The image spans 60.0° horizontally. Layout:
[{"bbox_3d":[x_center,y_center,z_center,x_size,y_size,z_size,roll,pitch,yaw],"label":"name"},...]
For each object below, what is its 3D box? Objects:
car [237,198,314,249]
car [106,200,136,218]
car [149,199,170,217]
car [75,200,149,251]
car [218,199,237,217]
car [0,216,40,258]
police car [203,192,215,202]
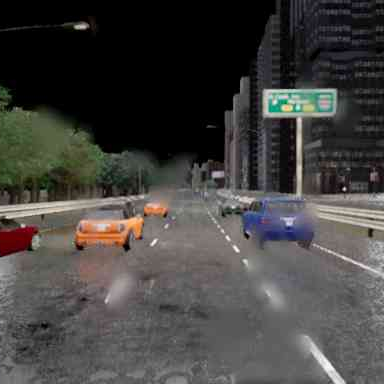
[{"bbox_3d":[3.626,1.260,14.958,2.150,2.045,5.566,0,0,0],"label":"car"},{"bbox_3d":[-6.784,1.560,32.333,1.837,1.490,4.892,0,0,0],"label":"car"},{"bbox_3d":[-3.288,1.408,31.993,2.097,1.767,4.553,0,0,0],"label":"car"},{"bbox_3d":[-3.376,1.389,14.510,2.097,1.767,4.553,0,0,0],"label":"car"},{"bbox_3d":[3.714,1.409,32.018,2.097,1.767,4.553,0,0,0],"label":"car"},{"bbox_3d":[-6.884,1.506,11.062,1.882,1.535,5.008,0,0,0],"label":"car"},{"bbox_3d":[4.091,1.334,74.298,1.930,1.638,5.238,0,0,1],"label":"police car"}]
